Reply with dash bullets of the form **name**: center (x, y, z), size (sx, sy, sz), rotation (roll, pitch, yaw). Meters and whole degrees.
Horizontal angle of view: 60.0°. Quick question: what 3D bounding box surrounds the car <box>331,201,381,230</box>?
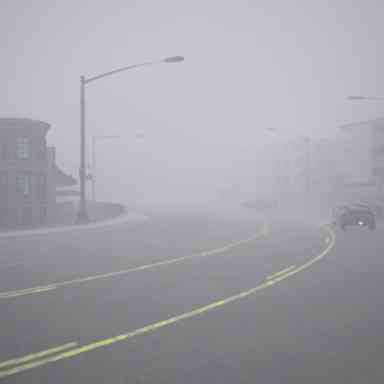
- **car**: center (10.279, 1.536, 21.457), size (1.837, 1.490, 4.892), rotation (0, 0, 14)

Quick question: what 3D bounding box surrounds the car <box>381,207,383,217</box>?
- **car**: center (14.391, 1.515, 28.616), size (1.882, 1.535, 5.008), rotation (0, 0, 1)

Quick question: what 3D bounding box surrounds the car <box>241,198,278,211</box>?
- **car**: center (8.065, 1.604, 41.889), size (2.128, 1.511, 4.902), rotation (0, 0, -23)
